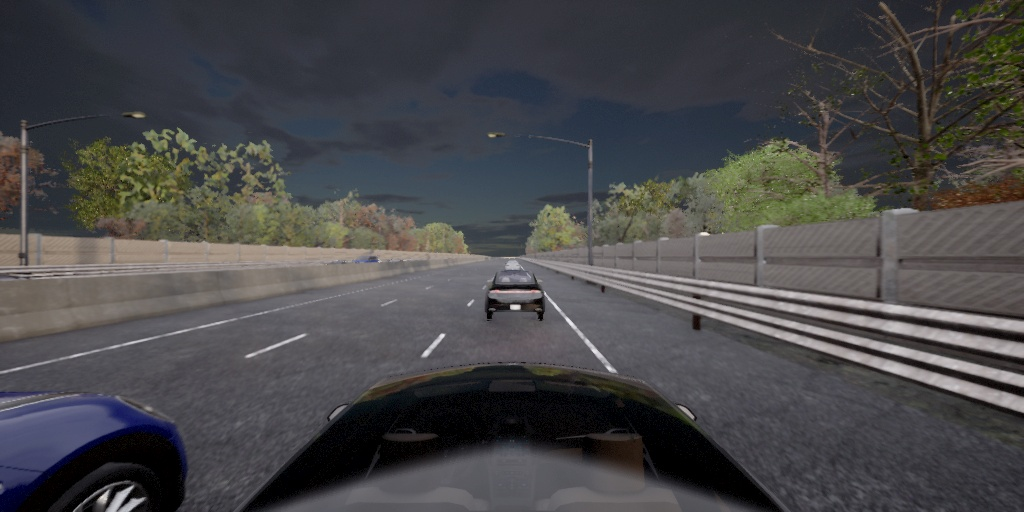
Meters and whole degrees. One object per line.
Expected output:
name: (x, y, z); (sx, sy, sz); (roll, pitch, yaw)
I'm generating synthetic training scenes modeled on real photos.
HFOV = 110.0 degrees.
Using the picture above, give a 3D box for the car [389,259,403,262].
car: (-17.562, 1.242, 54.184); (1.882, 1.535, 5.008); (0, 0, 0)

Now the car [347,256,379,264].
car: (-21.067, 0.984, 51.589); (2.150, 2.045, 5.566); (0, 0, 1)

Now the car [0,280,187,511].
car: (-3.403, 1.101, 0.683); (2.097, 1.767, 4.553); (0, 0, 0)

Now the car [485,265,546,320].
car: (0.098, 1.244, 12.620); (2.128, 1.511, 4.902); (0, 0, 0)

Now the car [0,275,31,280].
car: (-17.602, 1.301, 11.425); (2.033, 1.411, 5.357); (0, 0, 0)

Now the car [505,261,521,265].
car: (0.093, 1.286, 44.434); (1.812, 1.442, 4.674); (0, 0, 0)

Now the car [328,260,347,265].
car: (-24.567, 1.328, 51.188); (1.994, 1.385, 4.181); (0, 0, 0)
